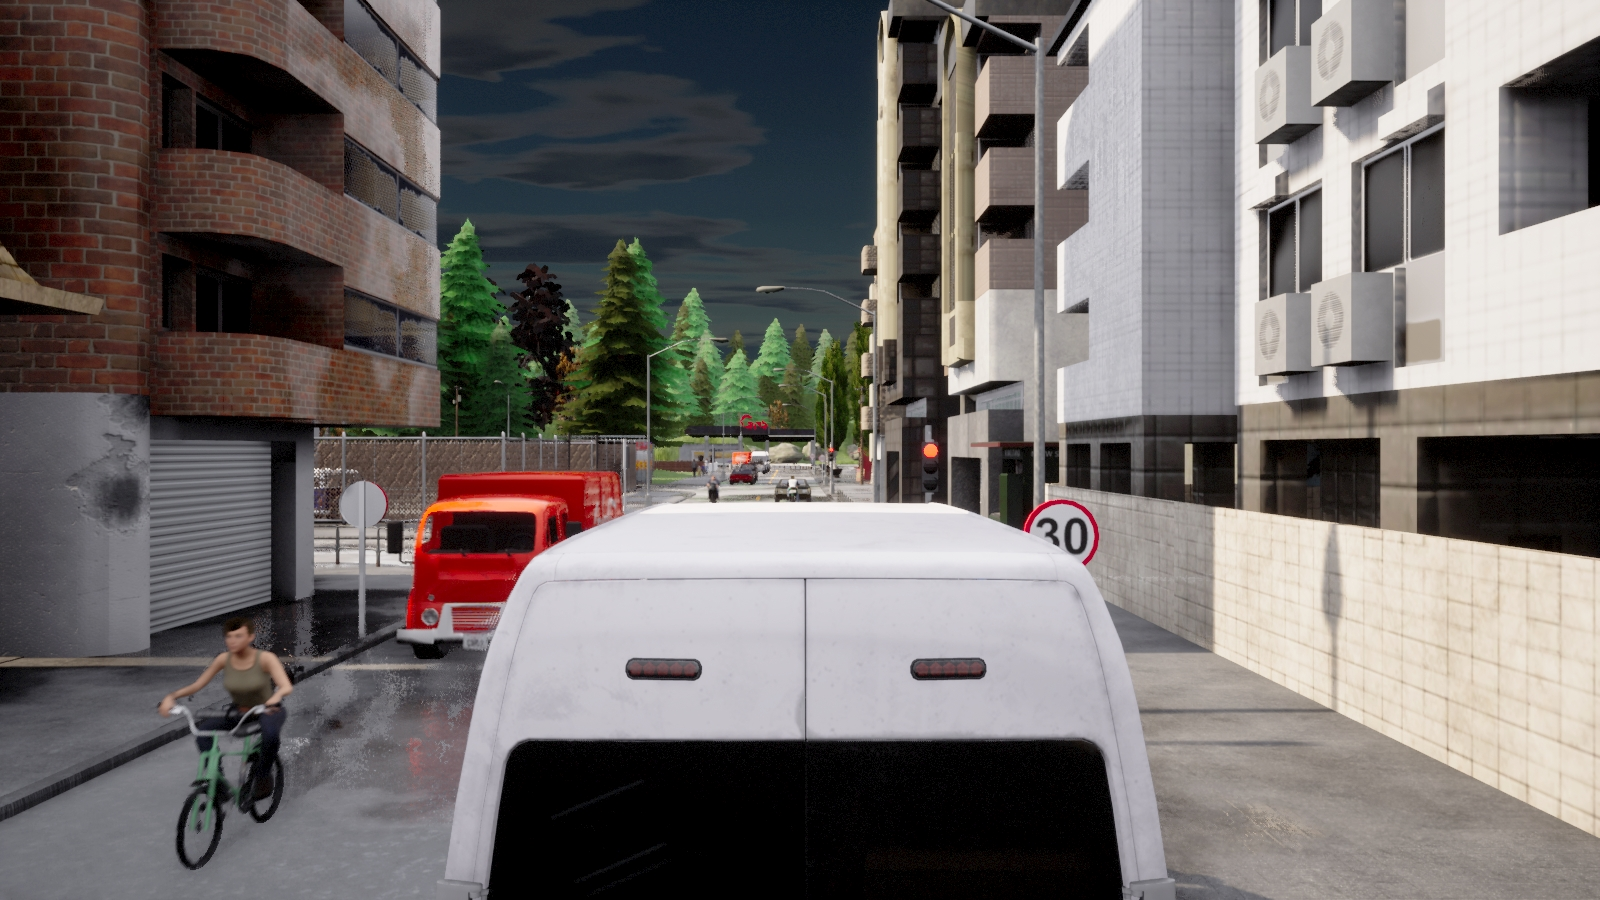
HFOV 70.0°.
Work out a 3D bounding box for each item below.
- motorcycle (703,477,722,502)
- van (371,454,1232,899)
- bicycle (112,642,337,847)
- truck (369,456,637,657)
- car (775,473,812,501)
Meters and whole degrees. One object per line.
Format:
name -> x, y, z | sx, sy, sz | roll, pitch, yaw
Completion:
motorcycle -> -4.369, 1.971, 57.345 | 0.803, 1.145, 2.033 | 0, 0, 0
van -> -0.009, 1.312, 5.597 | 1.988, 2.561, 5.915 | 0, 0, 0
bicycle -> -4.030, 2.033, 8.145 | 0.859, 1.080, 1.487 | 0, 0, -1
truck -> -4.068, 1.341, 16.839 | 2.627, 2.467, 5.204 | 0, 0, 0
car -> -0.339, 1.912, 60.159 | 1.895, 1.301, 4.718 | 0, 0, 0
